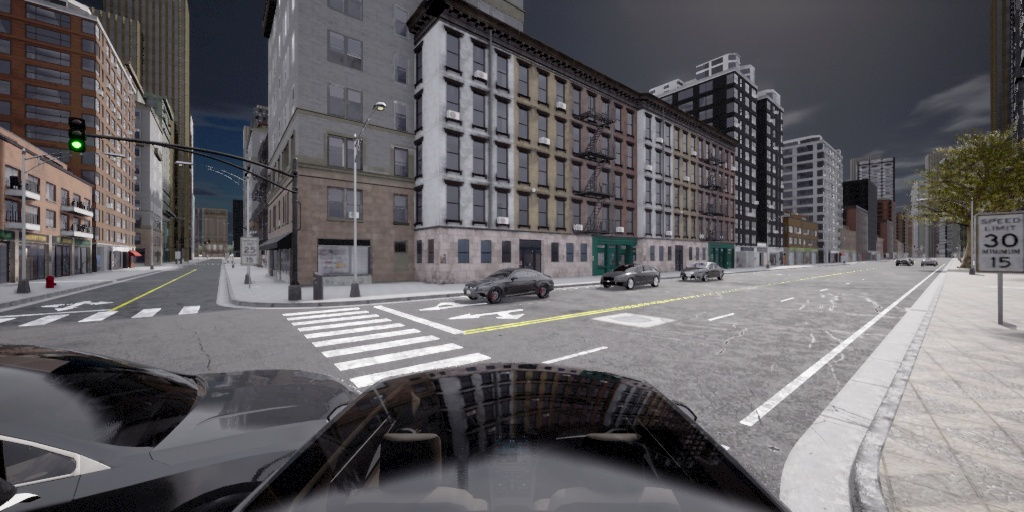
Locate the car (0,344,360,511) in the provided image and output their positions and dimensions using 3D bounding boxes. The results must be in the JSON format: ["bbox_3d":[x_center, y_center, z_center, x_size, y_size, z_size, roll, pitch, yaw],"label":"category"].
[{"bbox_3d":[-3.222,1.257,1.776,4.892,1.490,1.837,0,0,-35],"label":"car"}]

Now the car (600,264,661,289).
[{"bbox_3d":[7.652,1.258,22.972,4.892,1.490,1.837,0,0,-39],"label":"car"}]

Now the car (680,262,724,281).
[{"bbox_3d":[15.662,1.235,29.443,4.902,1.511,2.128,0,0,-39],"label":"car"}]

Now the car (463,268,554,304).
[{"bbox_3d":[-0.039,1.286,16.748,4.674,1.442,1.812,0,0,-39],"label":"car"}]
